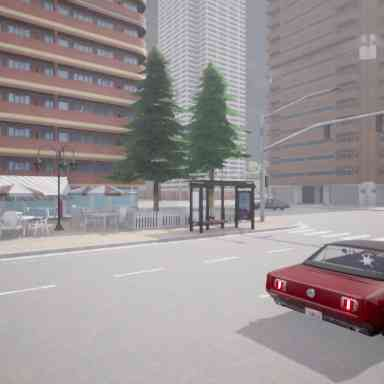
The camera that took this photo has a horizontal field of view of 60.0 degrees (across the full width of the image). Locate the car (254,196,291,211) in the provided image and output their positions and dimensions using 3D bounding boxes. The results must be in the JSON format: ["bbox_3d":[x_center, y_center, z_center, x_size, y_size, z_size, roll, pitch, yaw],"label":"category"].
[{"bbox_3d":[10.012,1.610,42.745,2.033,1.411,5.357,0,0,-36],"label":"car"}]

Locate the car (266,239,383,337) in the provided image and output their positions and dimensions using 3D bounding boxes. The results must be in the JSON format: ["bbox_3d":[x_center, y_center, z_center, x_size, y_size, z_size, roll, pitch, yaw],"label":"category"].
[{"bbox_3d":[3.692,1.602,6.441,4.718,1.301,1.895,0,0,-36],"label":"car"}]
